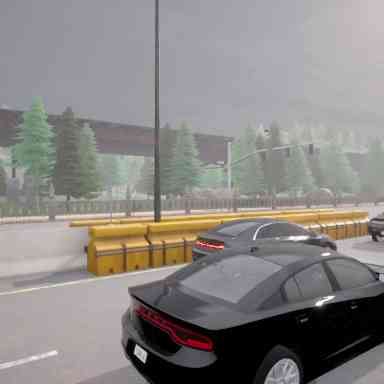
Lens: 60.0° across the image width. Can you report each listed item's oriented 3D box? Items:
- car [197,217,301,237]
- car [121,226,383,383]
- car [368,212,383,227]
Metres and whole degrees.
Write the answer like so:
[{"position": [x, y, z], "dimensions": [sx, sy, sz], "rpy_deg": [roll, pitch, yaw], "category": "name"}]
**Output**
[{"position": [2.263, 1.505, 9.663], "dimensions": [4.892, 1.490, 1.837], "rpy_deg": [0, 0, -35], "category": "car"}, {"position": [1.494, 1.478, 4.812], "dimensions": [5.008, 1.535, 1.882], "rpy_deg": [0, 0, -36], "category": "car"}, {"position": [9.931, 1.491, 15.135], "dimensions": [4.902, 1.511, 2.128], "rpy_deg": [0, 0, -36], "category": "car"}]
